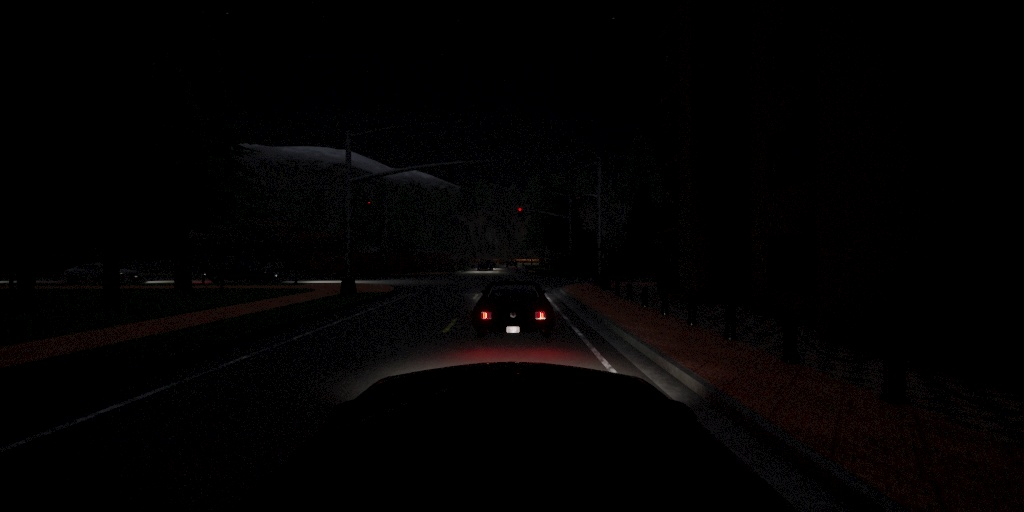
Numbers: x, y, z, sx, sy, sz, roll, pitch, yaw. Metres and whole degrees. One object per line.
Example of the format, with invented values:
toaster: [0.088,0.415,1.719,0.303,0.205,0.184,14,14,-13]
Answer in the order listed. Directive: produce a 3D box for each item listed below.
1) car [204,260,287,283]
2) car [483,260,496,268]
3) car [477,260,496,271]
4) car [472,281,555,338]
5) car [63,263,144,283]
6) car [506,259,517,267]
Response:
car: [-20.242,1.226,26.978,4.902,1.511,2.128,0,0,-1]
car: [-3.713,1.311,59.767,1.994,1.385,4.181,0,0,0]
car: [-3.694,1.225,49.787,1.882,1.535,5.008,0,0,0]
car: [0.042,1.350,10.187,1.895,1.301,4.718,0,0,0]
car: [-30.415,1.260,26.727,4.674,1.442,1.812,0,0,-1]
car: [-0.051,1.238,63.801,2.128,1.511,4.902,0,0,0]
